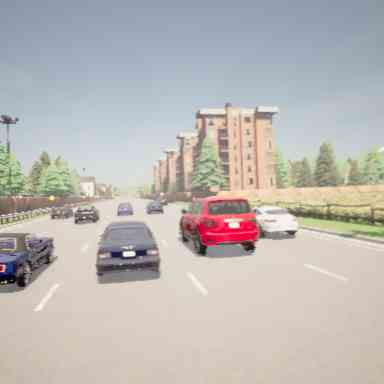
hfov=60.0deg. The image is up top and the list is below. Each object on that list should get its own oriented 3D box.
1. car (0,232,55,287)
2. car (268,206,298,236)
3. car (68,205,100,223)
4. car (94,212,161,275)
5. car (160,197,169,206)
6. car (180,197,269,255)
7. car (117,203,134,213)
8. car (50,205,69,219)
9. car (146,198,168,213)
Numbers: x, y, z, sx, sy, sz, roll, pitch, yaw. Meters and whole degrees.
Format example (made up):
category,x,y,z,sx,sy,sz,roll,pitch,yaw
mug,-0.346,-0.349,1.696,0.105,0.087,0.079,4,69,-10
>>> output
category,x,y,z,sx,sy,sz,roll,pitch,yaw
car,-5.430,1.841,9.777,1.895,1.301,4.718,-2,0,-11
car,3.779,1.446,17.249,1.812,1.442,4.674,-2,0,-11
car,-9.560,1.964,30.484,2.128,1.511,4.902,-2,0,-11
car,-2.116,1.667,11.030,2.033,1.411,5.357,-2,0,-11
car,-5.809,1.803,64.029,2.097,1.767,4.553,-2,0,-12
car,0.891,1.235,13.774,2.150,2.045,5.566,-2,-1,-11
car,-7.949,1.991,39.753,2.033,1.411,5.357,-2,0,-11
car,-14.705,2.239,37.876,2.033,1.411,5.357,-2,0,-11
car,-4.525,1.865,40.475,2.033,1.411,5.357,-2,0,-11
